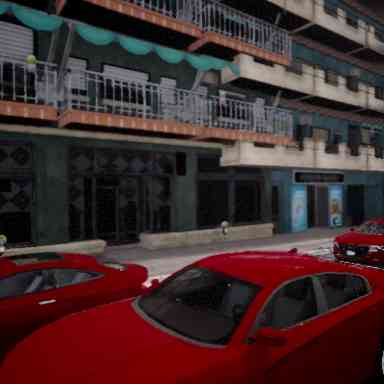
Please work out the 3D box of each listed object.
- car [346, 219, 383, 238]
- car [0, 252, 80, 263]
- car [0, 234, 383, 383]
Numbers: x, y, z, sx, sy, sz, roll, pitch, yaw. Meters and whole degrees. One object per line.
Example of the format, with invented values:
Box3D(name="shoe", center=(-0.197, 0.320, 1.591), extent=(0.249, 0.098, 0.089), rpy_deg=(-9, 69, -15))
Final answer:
Box3D(name="car", center=(6.581, 1.593, 11.248), extent=(4.507, 1.381, 1.887), rpy_deg=(0, -1, -35))
Box3D(name="car", center=(-2.514, 1.586, 4.780), extent=(4.206, 1.307, 1.802), rpy_deg=(0, -1, -35))
Box3D(name="car", center=(0.637, 1.489, 3.807), extent=(5.008, 1.535, 1.882), rpy_deg=(0, 0, -35))
